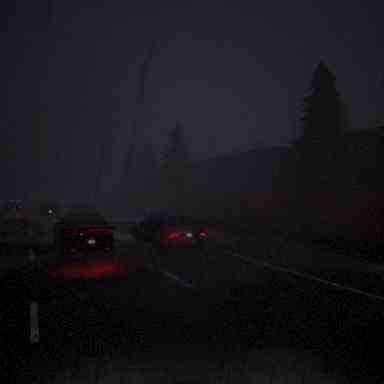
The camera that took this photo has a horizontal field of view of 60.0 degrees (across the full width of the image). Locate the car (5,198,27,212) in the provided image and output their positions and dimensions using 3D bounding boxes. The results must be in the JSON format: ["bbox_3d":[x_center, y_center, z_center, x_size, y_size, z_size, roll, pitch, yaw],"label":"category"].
[{"bbox_3d":[-21.666,1.794,40.712,1.895,1.301,4.718,1,-1,-26],"label":"car"}]

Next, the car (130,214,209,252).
[{"bbox_3d":[-1.203,1.697,14.838,2.033,1.411,5.357,1,-1,-26],"label":"car"}]

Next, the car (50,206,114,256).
[{"bbox_3d":[-4.579,1.576,13.777,1.882,1.535,5.008,1,-1,-26],"label":"car"}]

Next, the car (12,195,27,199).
[{"bbox_3d":[-27.872,1.482,53.516,2.150,2.045,5.566,1,-1,-25],"label":"car"}]

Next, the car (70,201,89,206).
[{"bbox_3d":[-13.672,1.774,40.307,2.128,1.511,4.902,1,-1,-26],"label":"car"}]

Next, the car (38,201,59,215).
[{"bbox_3d":[-15.607,1.722,36.299,1.837,1.490,4.892,1,0,-26],"label":"car"}]
